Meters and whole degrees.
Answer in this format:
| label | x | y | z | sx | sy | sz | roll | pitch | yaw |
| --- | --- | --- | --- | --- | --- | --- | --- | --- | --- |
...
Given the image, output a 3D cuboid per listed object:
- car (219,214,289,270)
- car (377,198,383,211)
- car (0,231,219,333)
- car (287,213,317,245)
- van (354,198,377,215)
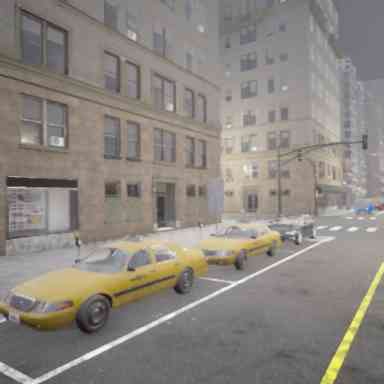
| label | x | y | z | sx | sy | sz | roll | pitch | yaw |
| --- | --- | --- | --- | --- | --- | --- | --- | --- | --- |
| car | 1.740 | 1.713 | 11.932 | 1.752 | 1.417 | 4.829 | -1 | -1 | 34 |
| car | 26.633 | 1.776 | 48.463 | 2.192 | 1.841 | 5.009 | -1 | -1 | 34 |
| car | -1.453 | 1.676 | 7.247 | 1.752 | 1.417 | 4.829 | -1 | -1 | 34 |
| car | 5.028 | 1.775 | 16.755 | 2.008 | 1.369 | 4.403 | -1 | -1 | 34 |
| van | 20.341 | 1.736 | 39.230 | 1.690 | 1.788 | 3.998 | -1 | -1 | 34 |
